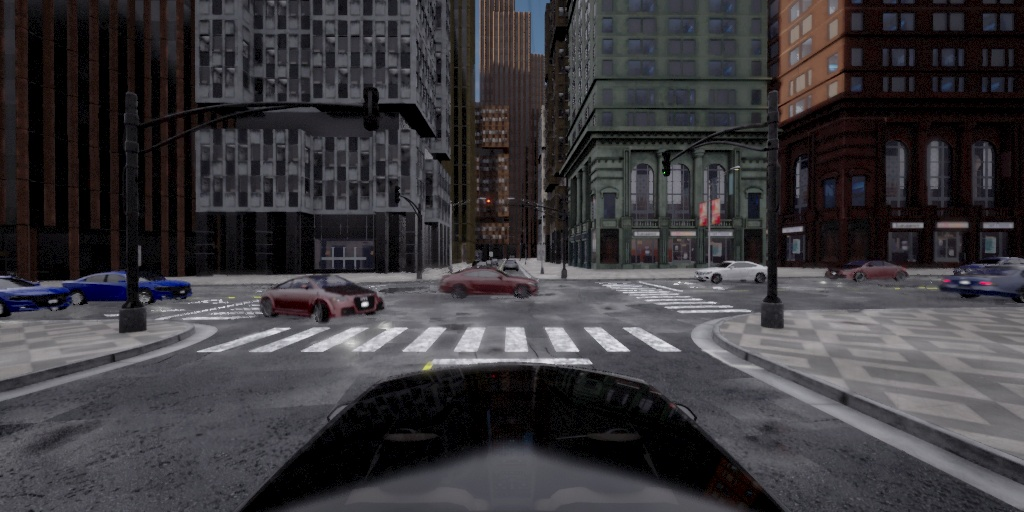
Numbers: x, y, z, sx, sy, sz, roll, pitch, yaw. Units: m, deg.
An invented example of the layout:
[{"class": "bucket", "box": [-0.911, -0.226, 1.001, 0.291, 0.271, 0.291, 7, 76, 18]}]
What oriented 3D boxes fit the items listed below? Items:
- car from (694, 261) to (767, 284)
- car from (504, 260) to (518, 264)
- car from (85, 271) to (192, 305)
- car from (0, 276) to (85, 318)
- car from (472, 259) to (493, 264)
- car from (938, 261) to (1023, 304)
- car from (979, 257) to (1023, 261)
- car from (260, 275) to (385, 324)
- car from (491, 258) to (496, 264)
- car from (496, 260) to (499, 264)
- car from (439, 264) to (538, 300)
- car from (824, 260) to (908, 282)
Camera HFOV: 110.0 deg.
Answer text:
[{"class": "car", "box": [14.596, 1.037, 23.793, 4.674, 1.442, 1.812, -1, 0, -1]}, {"class": "car", "box": [-0.169, 1.276, 49.546, 1.994, 1.385, 4.181, 0, 0, 0]}, {"class": "car", "box": [-18.131, 1.458, 17.003, 5.008, 1.535, 1.882, -1, 0, 0]}, {"class": "car", "box": [-20.105, 1.501, 13.746, 5.008, 1.535, 1.882, -1, 0, 0]}, {"class": "car", "box": [-3.233, 1.237, 35.993, 1.837, 1.490, 4.892, 0, 0, -1]}, {"class": "car", "box": [19.994, 1.039, 13.863, 5.357, 1.411, 2.033, -1, 0, 0]}, {"class": "car", "box": [32.378, 0.811, 23.840, 4.674, 1.442, 1.812, -1, 0, -1]}, {"class": "car", "box": [-6.304, 1.326, 11.913, 4.181, 1.385, 1.994, -1, 0, 26]}, {"class": "car", "box": [-3.318, 1.223, 45.458, 1.837, 1.490, 4.892, 0, 0, 0]}, {"class": "car", "box": [-3.403, 1.301, 55.747, 1.895, 1.301, 4.718, 0, 0, 0]}, {"class": "car", "box": [-1.104, 1.272, 17.060, 4.674, 1.442, 1.812, 0, 0, 0]}, {"class": "car", "box": [23.418, 0.962, 23.818, 4.181, 1.385, 1.994, -1, 0, 0]}]
